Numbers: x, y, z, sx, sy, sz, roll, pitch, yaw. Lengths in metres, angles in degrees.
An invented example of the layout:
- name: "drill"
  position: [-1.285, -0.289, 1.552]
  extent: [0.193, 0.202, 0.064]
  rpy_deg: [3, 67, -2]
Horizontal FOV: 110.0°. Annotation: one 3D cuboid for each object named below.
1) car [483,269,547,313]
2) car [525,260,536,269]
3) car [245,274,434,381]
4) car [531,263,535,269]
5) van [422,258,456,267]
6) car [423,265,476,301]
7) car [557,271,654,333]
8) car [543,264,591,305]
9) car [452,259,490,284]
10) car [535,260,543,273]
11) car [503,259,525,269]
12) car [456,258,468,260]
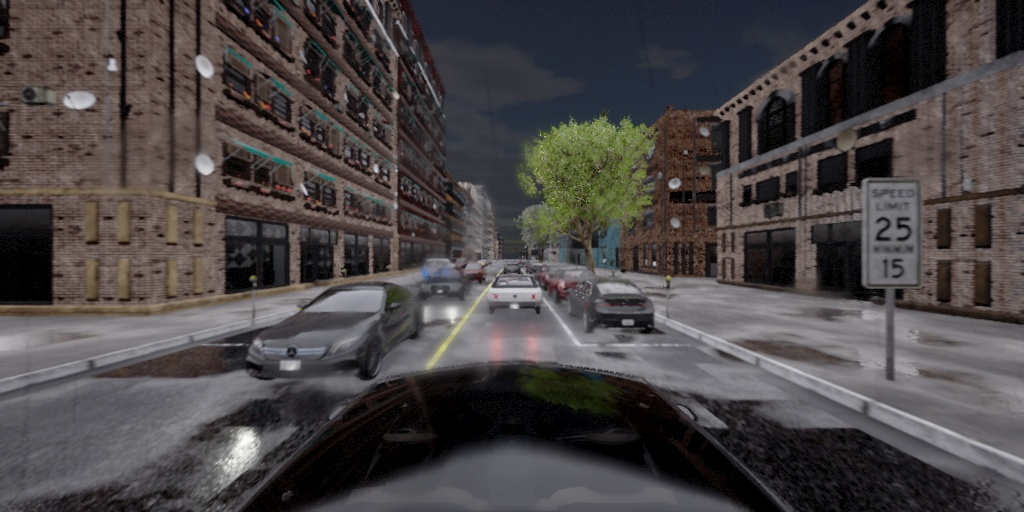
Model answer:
- name: "car"
  position: [0.101, 1.359, 13.933]
  extent: [1.895, 1.301, 4.718]
  rpy_deg: [0, 0, 0]
- name: "car"
  position: [2.692, 1.335, 38.981]
  extent: [2.007, 1.370, 4.403]
  rpy_deg: [0, 0, 0]
- name: "car"
  position: [-3.094, 1.279, 7.362]
  extent: [1.812, 1.442, 4.674]
  rpy_deg: [0, 0, 0]
- name: "car"
  position: [2.691, 1.352, 27.588]
  extent: [1.802, 1.307, 4.207]
  rpy_deg: [0, 0, 0]
- name: "van"
  position: [-5.689, 1.110, 27.589]
  extent: [1.690, 1.789, 3.998]
  rpy_deg: [0, 0, 0]
- name: "car"
  position: [-3.082, 1.325, 17.338]
  extent: [1.994, 1.385, 4.181]
  rpy_deg: [0, 0, 0]
- name: "car"
  position: [2.691, 1.307, 10.497]
  extent: [2.007, 1.370, 4.403]
  rpy_deg: [0, 0, 0]
- name: "car"
  position: [2.691, 1.200, 16.194]
  extent: [1.967, 1.591, 4.097]
  rpy_deg: [0, 0, 0]
- name: "car"
  position: [-3.069, 1.248, 27.726]
  extent: [1.882, 1.535, 5.008]
  rpy_deg: [0, 0, 1]
- name: "car"
  position: [2.691, 1.205, 21.891]
  extent: [1.967, 1.591, 4.097]
  rpy_deg: [0, 0, 0]
- name: "car"
  position: [0.025, 1.277, 38.878]
  extent: [2.128, 1.511, 4.902]
  rpy_deg: [0, 0, 1]
- name: "car"
  position: [-5.689, 1.099, 38.983]
  extent: [2.192, 1.841, 5.009]
  rpy_deg: [0, 0, 0]
